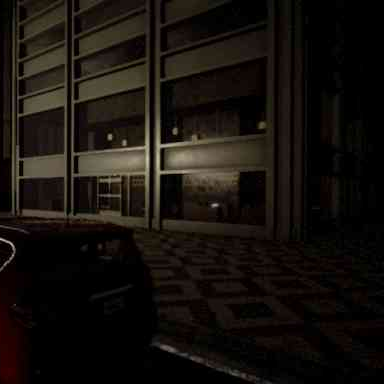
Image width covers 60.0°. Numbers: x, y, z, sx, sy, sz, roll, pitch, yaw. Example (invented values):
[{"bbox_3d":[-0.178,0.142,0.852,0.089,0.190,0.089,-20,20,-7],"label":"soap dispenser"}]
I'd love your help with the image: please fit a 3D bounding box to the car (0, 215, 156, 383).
[{"bbox_3d":[-2.783,1.279,4.947,5.009,1.841,2.192,1,0,35],"label":"car"}]
